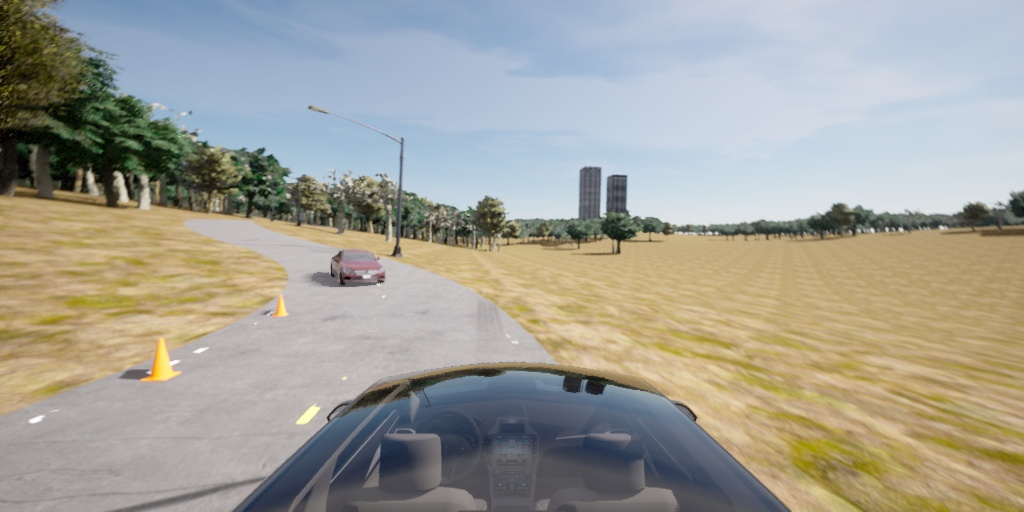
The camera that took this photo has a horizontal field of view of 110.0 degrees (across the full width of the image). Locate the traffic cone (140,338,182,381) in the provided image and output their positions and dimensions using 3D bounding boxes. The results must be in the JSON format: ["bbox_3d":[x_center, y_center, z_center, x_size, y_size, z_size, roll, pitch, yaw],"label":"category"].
[{"bbox_3d":[-5.325,1.545,5.454,0.340,0.580,0.340,0,0,-9],"label":"traffic cone"}]

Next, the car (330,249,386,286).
[{"bbox_3d":[-7.330,0.419,16.880,1.812,1.442,4.674,0,5,-34],"label":"car"}]

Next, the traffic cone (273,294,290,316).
[{"bbox_3d":[-6.393,1.337,9.929,0.340,0.580,0.340,0,0,-18],"label":"traffic cone"}]
